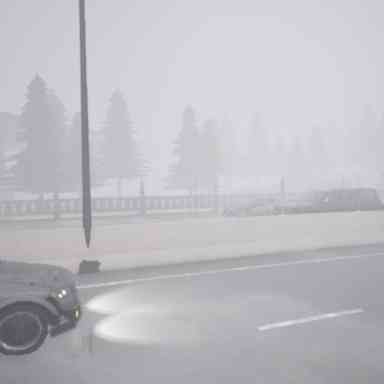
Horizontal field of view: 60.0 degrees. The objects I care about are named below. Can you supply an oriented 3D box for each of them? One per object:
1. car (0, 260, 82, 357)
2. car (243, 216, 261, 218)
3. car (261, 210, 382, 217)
[{"bbox_3d":[-3.841,1.565,4.895,4.181,1.385,1.994,-1,1,-23],"label":"car"},{"bbox_3d":[5.784,1.086,19.459,4.892,1.490,1.837,-1,1,-15],"label":"car"},{"bbox_3d":[6.502,0.842,16.081,5.566,2.045,2.150,-1,1,-15],"label":"car"}]
